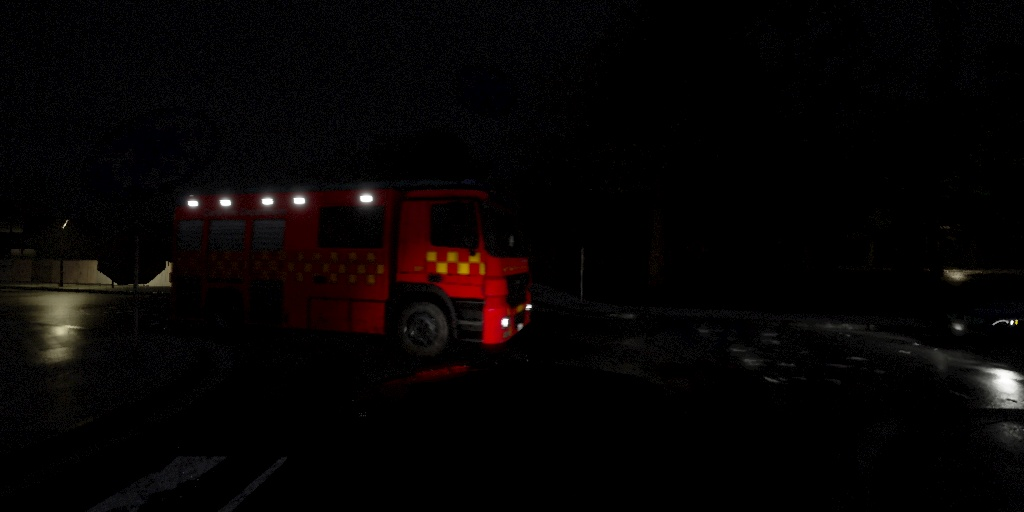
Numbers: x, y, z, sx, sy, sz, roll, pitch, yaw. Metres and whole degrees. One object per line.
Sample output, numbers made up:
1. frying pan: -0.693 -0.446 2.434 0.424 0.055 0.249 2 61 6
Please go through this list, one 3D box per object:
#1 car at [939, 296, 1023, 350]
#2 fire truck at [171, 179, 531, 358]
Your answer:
1. car: 12.519 1.379 7.659 4.674 1.442 1.812 0 -1 14
2. fire truck: -3.896 0.057 8.978 8.468 3.827 2.891 1 0 15
